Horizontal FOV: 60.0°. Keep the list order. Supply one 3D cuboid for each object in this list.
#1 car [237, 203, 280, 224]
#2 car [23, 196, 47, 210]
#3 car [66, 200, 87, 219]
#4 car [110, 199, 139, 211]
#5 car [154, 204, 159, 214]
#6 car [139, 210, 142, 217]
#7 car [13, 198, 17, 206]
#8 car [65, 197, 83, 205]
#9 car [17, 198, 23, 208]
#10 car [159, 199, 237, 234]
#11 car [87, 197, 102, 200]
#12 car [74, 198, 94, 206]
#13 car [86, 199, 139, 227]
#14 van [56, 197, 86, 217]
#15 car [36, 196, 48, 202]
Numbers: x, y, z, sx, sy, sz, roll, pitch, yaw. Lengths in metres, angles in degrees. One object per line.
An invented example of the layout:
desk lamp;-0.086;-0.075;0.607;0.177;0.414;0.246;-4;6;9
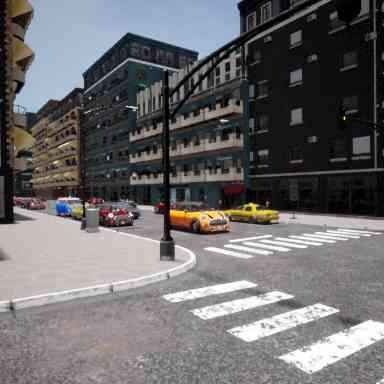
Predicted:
car;4.152;1.498;24.463;1.752;1.417;4.829;-1;1;-35
car;-21.854;1.628;46.494;1.967;1.590;4.097;-1;1;-35
car;-8.900;1.652;28.333;1.752;1.417;4.829;-1;1;-35
car;-8.603;1.581;42.348;2.008;1.369;4.403;-1;1;-35
car;-2.177;1.441;33.335;1.967;1.590;4.097;-1;1;-35
car;-6.366;1.633;29.239;2.033;1.411;5.357;-1;0;-35
car;-31.492;1.782;60.012;1.887;1.381;4.507;-1;1;-35
car;-21.456;1.645;60.371;2.008;1.369;4.403;-1;1;-35
car;-25.065;1.770;51.000;1.947;1.339;4.313;-1;1;-35
car;0.203;1.409;20.022;2.097;1.767;4.553;-1;0;-35
car;-15.031;1.502;51.358;1.967;1.590;4.097;-1;1;-35
car;-18.243;1.643;55.865;1.947;1.339;4.313;-1;1;-35
car;-5.787;1.553;23.965;1.967;1.590;4.097;-1;1;-35
van;-12.215;1.483;32.975;1.690;1.788;3.998;-1;1;-35
car;-37.523;1.728;82.900;1.887;1.381;4.507;-1;1;-35
